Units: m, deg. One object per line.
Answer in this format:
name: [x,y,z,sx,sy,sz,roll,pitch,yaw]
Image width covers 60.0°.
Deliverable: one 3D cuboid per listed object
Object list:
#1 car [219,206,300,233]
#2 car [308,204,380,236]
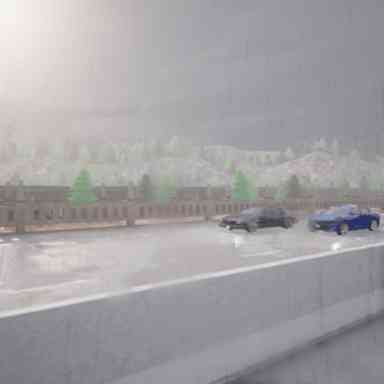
car: [4.134,1.549,19.833,5.357,1.411,2.033,0,0,-35]
car: [8.545,1.479,18.637,5.008,1.535,1.882,0,0,-35]
